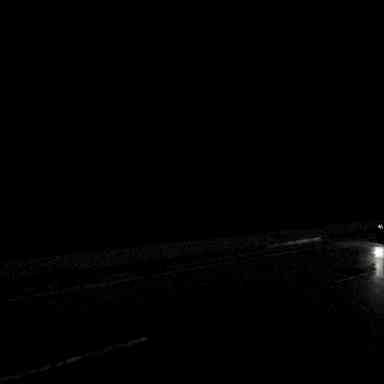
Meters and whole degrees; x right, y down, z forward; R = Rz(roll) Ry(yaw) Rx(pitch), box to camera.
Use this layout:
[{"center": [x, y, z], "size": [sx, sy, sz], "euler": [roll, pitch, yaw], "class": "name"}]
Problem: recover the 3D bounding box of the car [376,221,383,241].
[{"center": [10.182, 1.446, 15.019], "size": [4.674, 1.442, 1.812], "euler": [0, 0, -36], "class": "car"}]
